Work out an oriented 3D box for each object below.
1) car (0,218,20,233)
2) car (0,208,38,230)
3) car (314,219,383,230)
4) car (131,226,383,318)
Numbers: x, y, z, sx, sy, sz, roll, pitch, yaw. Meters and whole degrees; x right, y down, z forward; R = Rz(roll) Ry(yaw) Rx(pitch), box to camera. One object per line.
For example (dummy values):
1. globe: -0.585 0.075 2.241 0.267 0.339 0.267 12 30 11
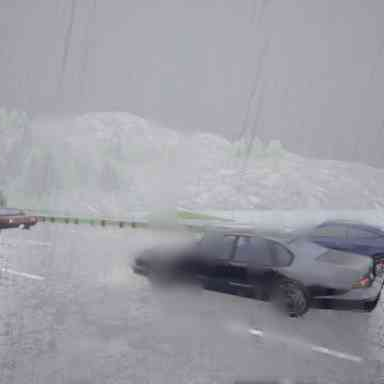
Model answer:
1. car: -6.826 1.468 8.361 4.902 1.511 2.128 0 0 32
2. car: -11.140 1.549 19.090 4.718 1.301 1.895 0 0 30
3. car: 4.115 1.505 9.521 4.674 1.442 1.812 0 0 35
4. car: 1.135 1.530 7.371 5.357 1.411 2.033 0 0 34
